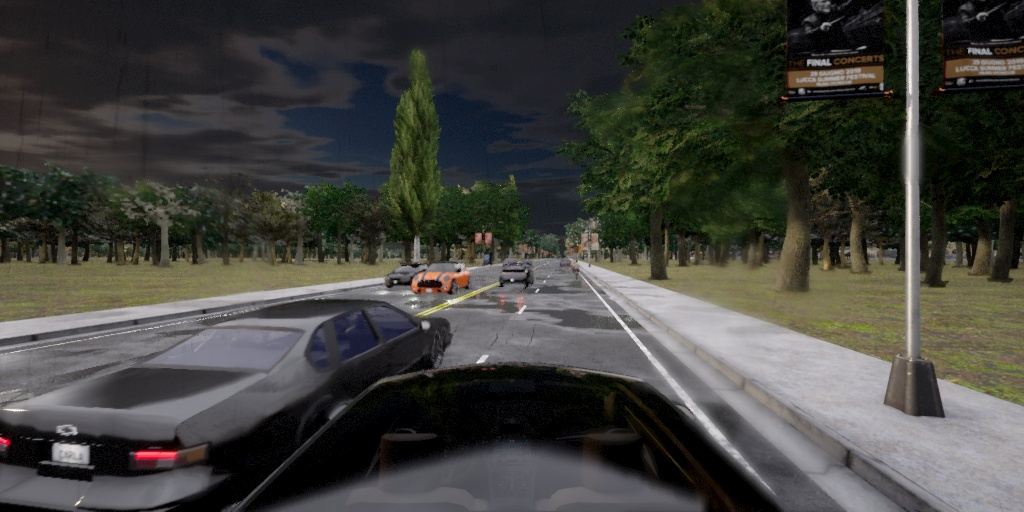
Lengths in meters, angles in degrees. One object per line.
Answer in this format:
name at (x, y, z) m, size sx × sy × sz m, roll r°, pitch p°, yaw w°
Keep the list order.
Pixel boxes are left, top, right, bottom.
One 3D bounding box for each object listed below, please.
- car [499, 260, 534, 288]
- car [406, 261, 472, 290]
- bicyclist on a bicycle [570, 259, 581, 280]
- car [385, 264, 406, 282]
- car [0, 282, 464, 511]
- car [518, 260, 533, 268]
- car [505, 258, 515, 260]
car at (0.379, 1.242, 23.764) m, size 2.128 × 1.511 × 4.902 m, roll 0°, pitch 0°, yaw 8°
car at (-3.714, 1.102, 19.654) m, size 2.097 × 1.767 × 4.553 m, roll 0°, pitch 0°, yaw 8°
bicyclist on a bicycle at (5.504, 1.188, 30.669) m, size 0.866 × 1.612 × 1.509 m, roll 0°, pitch 0°, yaw 8°
car at (-6.460, 1.255, 23.310) m, size 1.837 × 1.490 × 4.892 m, roll 0°, pitch 0°, yaw 8°
car at (-2.426, 1.297, 4.752) m, size 2.033 × 1.411 × 5.357 m, roll 0°, pitch 0°, yaw 8°
car at (2.326, 1.354, 60.461) m, size 1.895 × 1.301 × 4.718 m, roll 0°, pitch 0°, yaw 9°
car at (-0.412, 1.106, 64.046) m, size 2.097 × 1.767 × 4.553 m, roll 0°, pitch 0°, yaw 9°
